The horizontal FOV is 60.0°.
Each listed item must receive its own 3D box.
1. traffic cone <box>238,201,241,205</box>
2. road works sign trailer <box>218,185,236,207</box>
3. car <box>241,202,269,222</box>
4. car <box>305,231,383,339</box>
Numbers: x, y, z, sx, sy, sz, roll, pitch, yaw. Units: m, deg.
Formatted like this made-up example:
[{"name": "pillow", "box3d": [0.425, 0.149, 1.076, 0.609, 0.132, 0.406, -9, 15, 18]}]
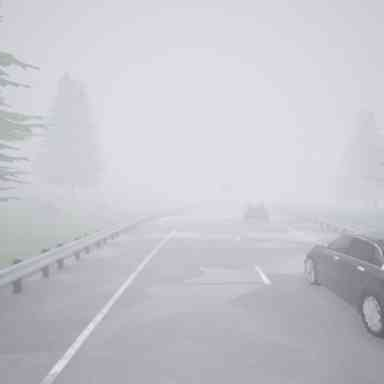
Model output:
[{"name": "traffic cone", "box3d": [8.497, 2.097, 61.742, 0.340, 0.580, 0.340, 0, 0, 12]}, {"name": "road works sign trailer", "box3d": [5.546, 0.588, 55.227, 2.380, 3.560, 2.880, 0, 0, 12]}, {"name": "car", "box3d": [5.000, 1.555, 26.578, 2.128, 1.511, 4.902, 0, 0, 5]}, {"name": "car", "box3d": [3.746, 1.525, 6.560, 1.837, 1.490, 4.892, 0, 0, 1]}]
